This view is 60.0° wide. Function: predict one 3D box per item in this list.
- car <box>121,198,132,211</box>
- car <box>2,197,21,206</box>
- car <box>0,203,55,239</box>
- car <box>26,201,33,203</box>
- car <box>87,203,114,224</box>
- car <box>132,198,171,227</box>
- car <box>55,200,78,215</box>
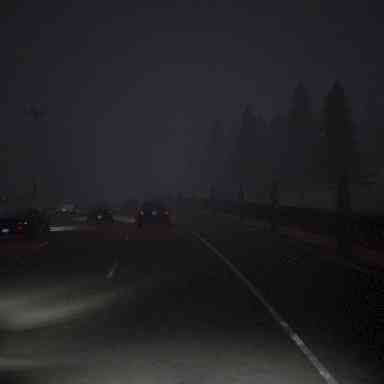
[{"bbox_3d":[-7.610,1.483,40.635,1.882,1.535,5.008,0,0,-16],"label":"car"},{"bbox_3d":[-30.693,1.622,56.552,1.994,1.385,4.181,0,0,-16],"label":"car"},{"bbox_3d":[-8.719,1.542,17.150,1.812,1.442,4.674,0,0,-10],"label":"car"},{"bbox_3d":[-26.924,1.576,56.124,1.812,1.442,4.674,0,0,-16],"label":"car"},{"bbox_3d":[-6.887,1.535,25.069,1.812,1.442,4.674,0,0,-14],"label":"car"},{"bbox_3d":[-2.791,1.351,22.819,2.097,1.767,4.553,0,0,-12],"label":"car"},{"bbox_3d":[-13.224,1.548,34.924,1.812,1.442,4.674,0,0,-16],"label":"car"}]
